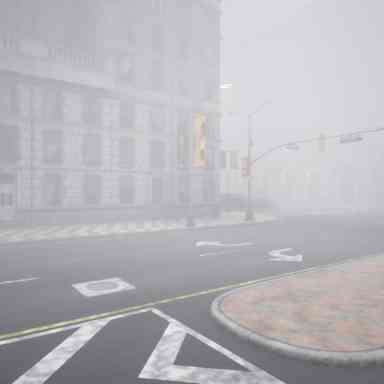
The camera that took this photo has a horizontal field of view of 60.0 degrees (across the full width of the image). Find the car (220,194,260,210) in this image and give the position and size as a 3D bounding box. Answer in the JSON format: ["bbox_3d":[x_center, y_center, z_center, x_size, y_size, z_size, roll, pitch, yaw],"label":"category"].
[{"bbox_3d":[5.556,1.222,42.298,2.150,2.045,5.566,0,0,-36],"label":"car"}]

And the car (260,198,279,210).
[{"bbox_3d":[9.081,1.492,43.385,2.128,1.511,4.902,0,0,-36],"label":"car"}]
